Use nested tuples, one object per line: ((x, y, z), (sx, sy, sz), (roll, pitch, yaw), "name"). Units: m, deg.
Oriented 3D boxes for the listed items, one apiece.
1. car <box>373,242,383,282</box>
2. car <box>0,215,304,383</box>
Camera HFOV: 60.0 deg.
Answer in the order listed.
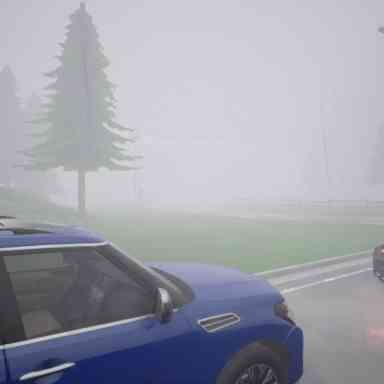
((6.434, 1.505, 8.362), (4.892, 1.490, 1.837), (0, 0, -35), "car")
((-1.504, 1.222, 2.674), (5.566, 2.045, 2.150), (0, 0, -35), "car")
